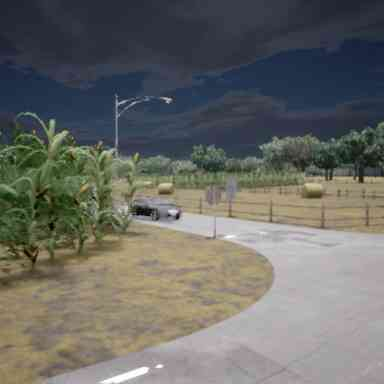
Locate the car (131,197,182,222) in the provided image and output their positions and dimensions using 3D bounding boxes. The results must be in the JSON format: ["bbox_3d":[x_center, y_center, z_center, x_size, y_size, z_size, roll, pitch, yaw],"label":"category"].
[{"bbox_3d":[-2.565,1.119,22.935,2.128,1.511,4.902,0,1,-35],"label":"car"}]
